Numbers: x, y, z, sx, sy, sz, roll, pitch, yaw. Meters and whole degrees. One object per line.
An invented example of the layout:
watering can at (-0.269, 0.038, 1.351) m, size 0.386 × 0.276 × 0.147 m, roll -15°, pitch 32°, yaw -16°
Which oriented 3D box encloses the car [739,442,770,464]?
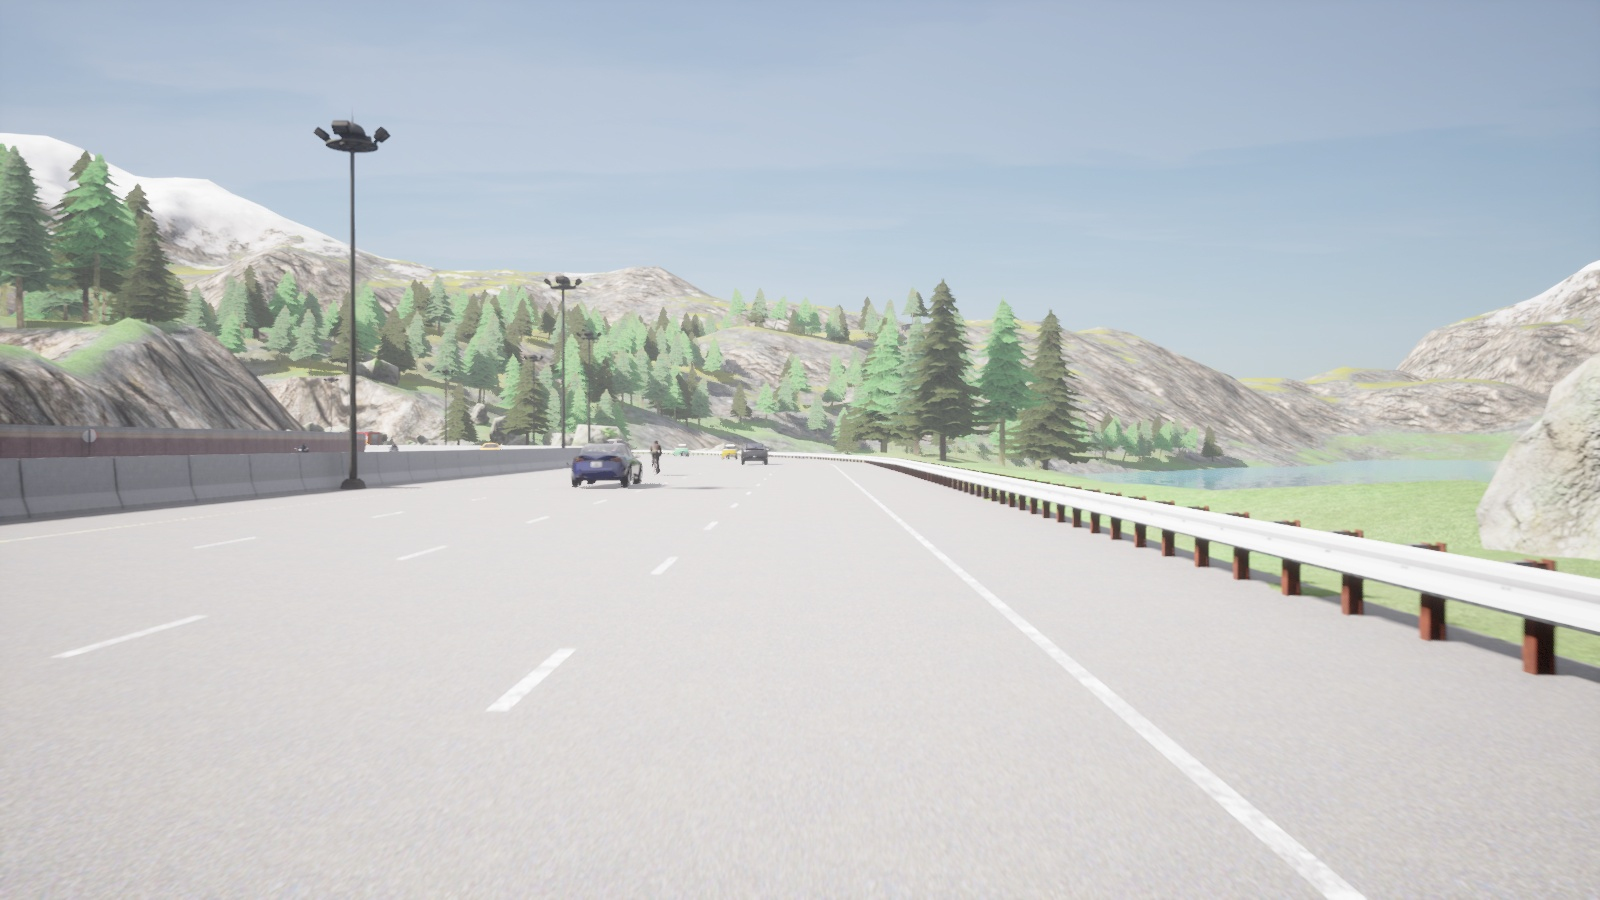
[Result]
car at (-3.217, 0.201, 88.483) m, size 2.128 × 1.511 × 4.902 m, roll 0°, pitch 0°, yaw -3°

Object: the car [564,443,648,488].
car at (-6.731, 0.492, 44.057) m, size 2.163 × 1.488 × 4.792 m, roll 0°, pitch 0°, yaw 0°
